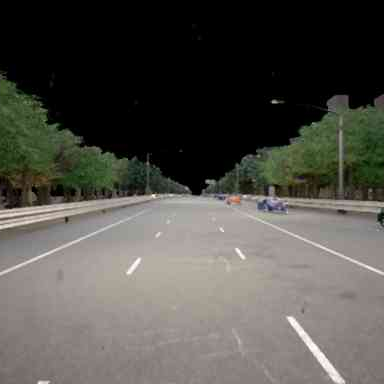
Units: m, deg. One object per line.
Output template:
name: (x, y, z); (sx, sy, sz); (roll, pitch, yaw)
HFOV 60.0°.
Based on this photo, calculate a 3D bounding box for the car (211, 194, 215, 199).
car: (7.091, 1.315, 95.279); (1.837, 1.490, 4.892); (0, 0, 0)

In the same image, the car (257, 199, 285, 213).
car: (8.522, 1.443, 35.993); (1.812, 1.442, 4.674); (0, 0, -9)

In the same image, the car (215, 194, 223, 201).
car: (7.033, 1.269, 78.289); (1.882, 1.535, 5.008); (0, 0, 0)

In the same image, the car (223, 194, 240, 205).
car: (6.928, 1.185, 56.784); (2.097, 1.767, 4.553); (0, 0, 1)

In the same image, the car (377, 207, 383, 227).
car: (13.145, 1.196, 18.385); (2.150, 2.045, 5.566); (0, 0, -19)
